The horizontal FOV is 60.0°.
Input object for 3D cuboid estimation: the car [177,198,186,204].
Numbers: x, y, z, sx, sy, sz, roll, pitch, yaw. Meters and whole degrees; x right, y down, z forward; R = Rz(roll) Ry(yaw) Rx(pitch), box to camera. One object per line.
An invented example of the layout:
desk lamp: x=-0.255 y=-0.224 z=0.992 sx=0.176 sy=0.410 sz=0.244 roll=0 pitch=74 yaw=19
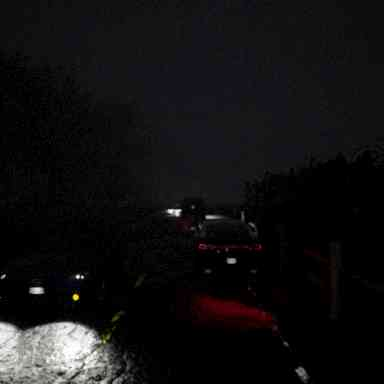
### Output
car: x=-2.566 y=2.281 z=84.825 sx=2.033 sy=1.411 sz=5.357 roll=0 pitch=-1 yaw=0

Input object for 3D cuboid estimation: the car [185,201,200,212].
car: x=0.140 y=1.955 z=45.715 sx=1.994 sy=1.385 sz=4.181 roll=0 pitch=0 yaw=1

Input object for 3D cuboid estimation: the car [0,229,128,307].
car: x=-2.835 y=1.632 z=8.069 sx=1.994 sy=1.385 sz=4.181 roll=0 pitch=0 yaw=0

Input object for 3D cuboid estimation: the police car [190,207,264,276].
police car: x=0.984 y=1.517 z=10.807 sx=1.930 sy=1.638 sz=5.238 roll=0 pitch=0 yaw=0

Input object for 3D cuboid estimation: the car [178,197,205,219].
car: x=0.107 y=1.498 z=32.728 sx=2.150 sy=2.045 sz=5.566 roll=0 pitch=-1 yaw=1

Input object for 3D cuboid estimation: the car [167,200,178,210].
car: x=-2.716 y=1.936 z=51.822 sx=2.128 sy=1.511 sz=4.902 roll=0 pitch=-1 yaw=0
